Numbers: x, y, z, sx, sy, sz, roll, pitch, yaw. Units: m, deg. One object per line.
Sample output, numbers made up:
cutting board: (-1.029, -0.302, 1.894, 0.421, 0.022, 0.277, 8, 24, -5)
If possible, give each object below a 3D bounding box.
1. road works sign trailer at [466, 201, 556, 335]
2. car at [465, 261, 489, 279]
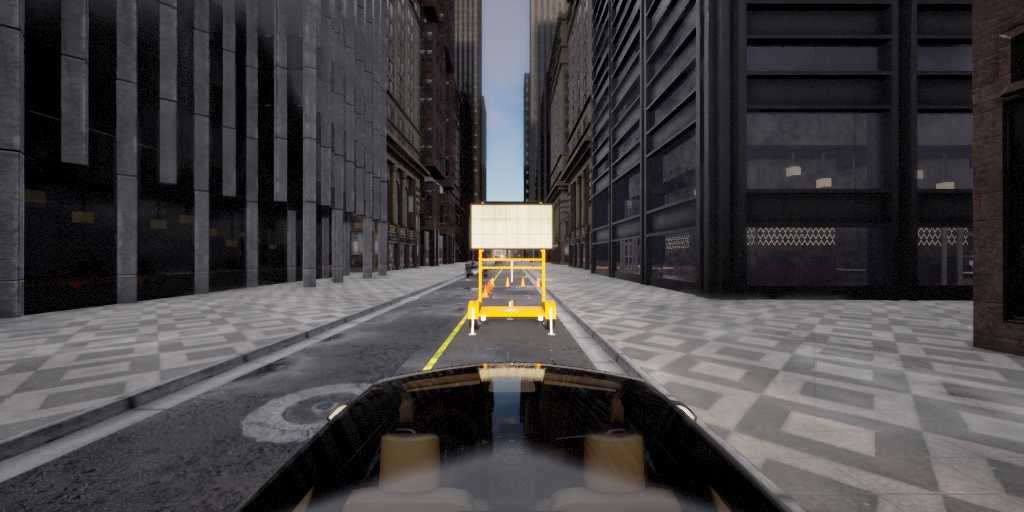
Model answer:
road works sign trailer: (-0.001, 0.215, 10.480, 2.380, 3.560, 2.880, 0, 0, 0)
car: (-3.115, 1.247, 32.929, 2.128, 1.511, 4.902, 0, 0, 0)
